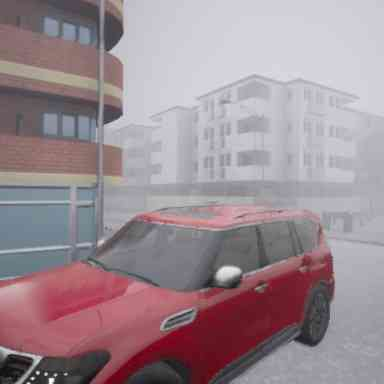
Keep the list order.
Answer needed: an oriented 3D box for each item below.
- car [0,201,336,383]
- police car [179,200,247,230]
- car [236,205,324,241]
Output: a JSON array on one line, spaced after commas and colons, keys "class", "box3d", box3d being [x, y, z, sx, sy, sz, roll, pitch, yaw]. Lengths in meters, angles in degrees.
[{"class": "car", "box3d": [0.090, 1.249, 4.535, 2.150, 2.045, 5.566, 2, 1, 43]}, {"class": "police car", "box3d": [1.323, 1.524, 23.745, 1.930, 1.638, 5.238, -4, 2, -34]}, {"class": "car", "box3d": [4.772, 1.615, 18.701, 1.812, 1.442, 4.674, -4, 2, -34]}]
